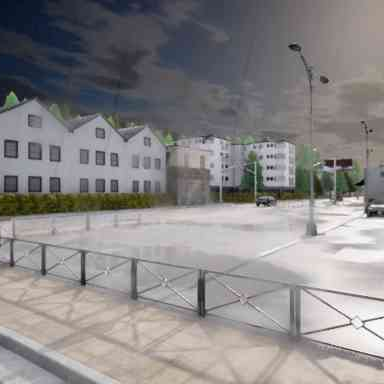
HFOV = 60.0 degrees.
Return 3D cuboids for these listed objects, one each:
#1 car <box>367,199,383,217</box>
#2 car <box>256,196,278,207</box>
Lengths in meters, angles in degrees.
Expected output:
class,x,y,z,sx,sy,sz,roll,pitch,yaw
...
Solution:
class,x,y,z,sx,sy,sz,roll,pitch,yaw
car,15.390,1.298,26.833,2.007,1.523,4.514,0,0,35
car,10.641,1.312,47.153,1.837,1.490,4.892,0,0,32
